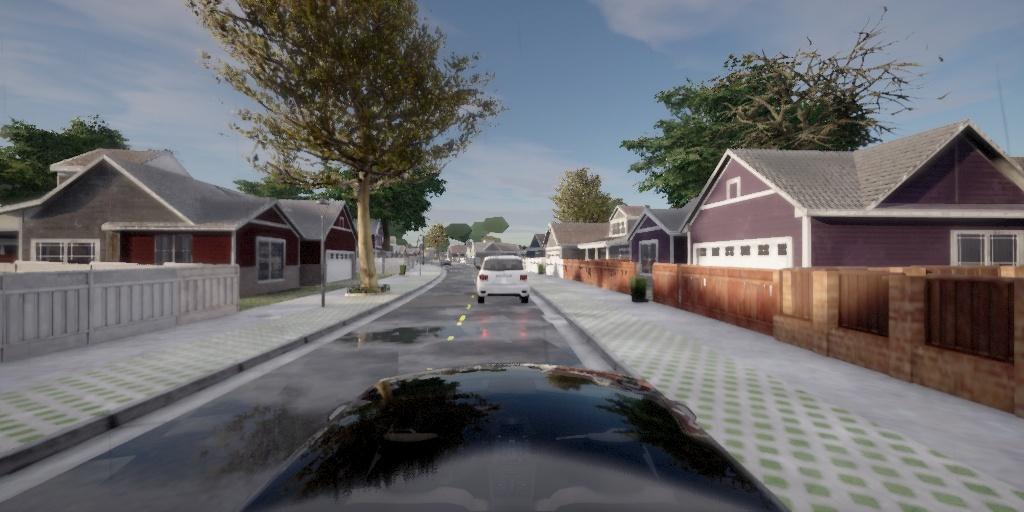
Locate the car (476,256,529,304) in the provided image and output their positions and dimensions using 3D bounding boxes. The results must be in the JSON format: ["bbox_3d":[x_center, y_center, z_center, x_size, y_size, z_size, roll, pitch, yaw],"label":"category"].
[{"bbox_3d":[-0.482,1.013,16.631,2.150,2.045,5.566,0,0,-4],"label":"car"}]
